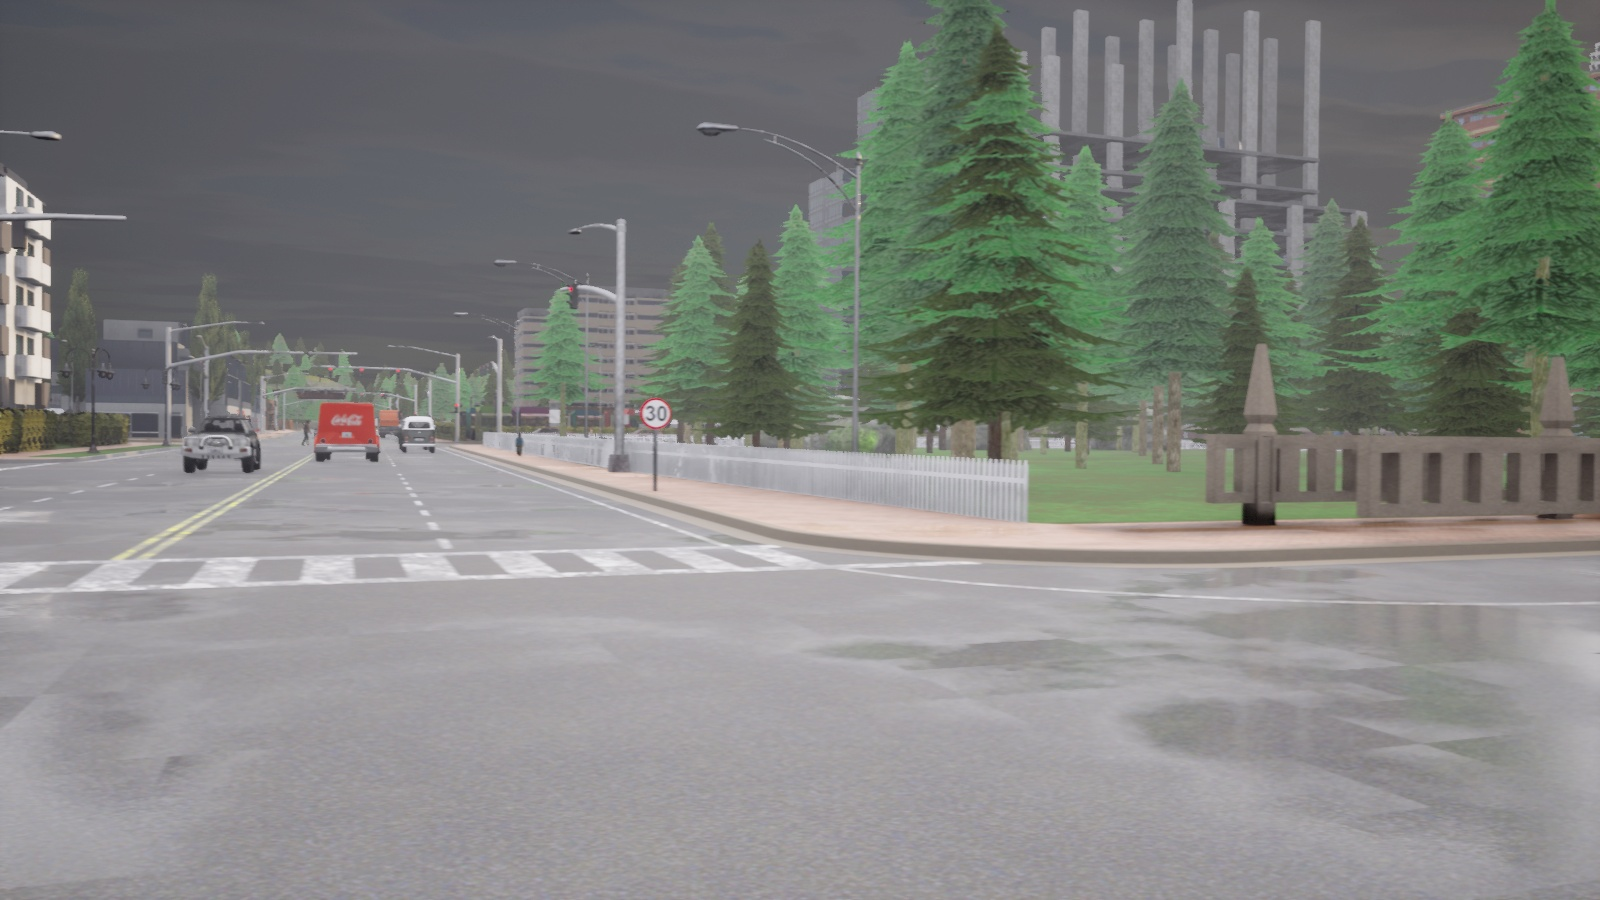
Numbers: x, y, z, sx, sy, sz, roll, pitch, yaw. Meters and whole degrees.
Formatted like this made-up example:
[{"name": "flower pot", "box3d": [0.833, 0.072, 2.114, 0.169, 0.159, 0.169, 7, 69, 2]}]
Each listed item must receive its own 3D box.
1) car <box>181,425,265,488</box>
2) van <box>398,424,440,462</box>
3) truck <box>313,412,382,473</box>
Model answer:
[{"name": "car", "box3d": [-18.193, 0.165, 39.753, 1.932, 1.855, 4.605, -1, 1, -19]}, {"name": "van", "box3d": [-21.638, -0.403, 71.204, 2.069, 2.038, 4.480, -1, 1, -19]}, {"name": "truck", "box3d": [-19.389, -0.357, 53.940, 2.627, 2.467, 5.204, -1, 1, -19]}]
